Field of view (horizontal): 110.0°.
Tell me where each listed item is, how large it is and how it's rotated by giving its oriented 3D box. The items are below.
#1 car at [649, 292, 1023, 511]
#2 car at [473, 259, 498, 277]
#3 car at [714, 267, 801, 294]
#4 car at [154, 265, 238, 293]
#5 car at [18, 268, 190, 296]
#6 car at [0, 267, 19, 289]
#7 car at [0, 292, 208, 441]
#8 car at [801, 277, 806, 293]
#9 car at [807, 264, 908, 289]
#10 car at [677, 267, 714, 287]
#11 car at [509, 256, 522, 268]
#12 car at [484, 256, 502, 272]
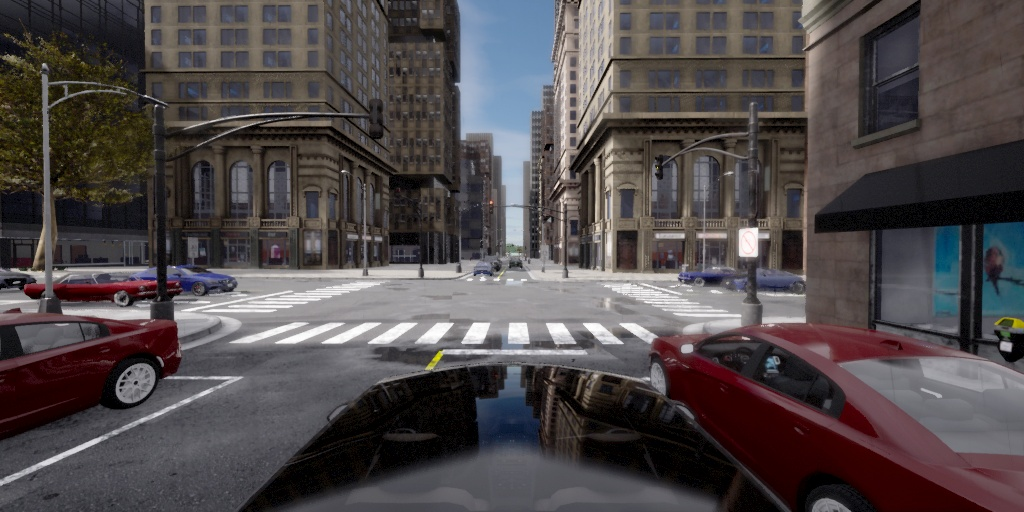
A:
[{"bbox_3d":[2.771,1.294,3.333,1.888,1.381,4.507,0,0,0],"label":"car"},{"bbox_3d":[-2.794,1.288,36.185,2.033,1.411,5.357,0,0,0],"label":"car"},{"bbox_3d":[14.643,1.418,21.033,4.181,1.385,1.994,0,1,1],"label":"car"},{"bbox_3d":[-16.362,1.173,17.865,4.674,1.442,1.812,0,1,1],"label":"car"},{"bbox_3d":[-16.387,1.296,14.596,4.718,1.301,1.895,0,1,1],"label":"car"},{"bbox_3d":[-26.793,1.127,17.963,4.181,1.385,1.994,0,1,0],"label":"car"},{"bbox_3d":[-5.755,1.295,3.404,1.888,1.381,4.507,0,0,0],"label":"car"},{"bbox_3d":[14.984,1.446,14.331,4.902,1.511,2.128,0,1,1],"label":"car"},{"bbox_3d":[23.178,1.357,24.202,5.008,1.535,1.882,0,1,0],"label":"car"},{"bbox_3d":[13.819,1.400,24.292,4.718,1.301,1.895,0,1,1],"label":"car"},{"bbox_3d":[0.640,1.086,60.483,2.097,1.767,4.553,0,0,1],"label":"car"},{"bbox_3d":[-2.695,0.959,46.371,2.150,2.045,5.566,0,0,1],"label":"car"}]
